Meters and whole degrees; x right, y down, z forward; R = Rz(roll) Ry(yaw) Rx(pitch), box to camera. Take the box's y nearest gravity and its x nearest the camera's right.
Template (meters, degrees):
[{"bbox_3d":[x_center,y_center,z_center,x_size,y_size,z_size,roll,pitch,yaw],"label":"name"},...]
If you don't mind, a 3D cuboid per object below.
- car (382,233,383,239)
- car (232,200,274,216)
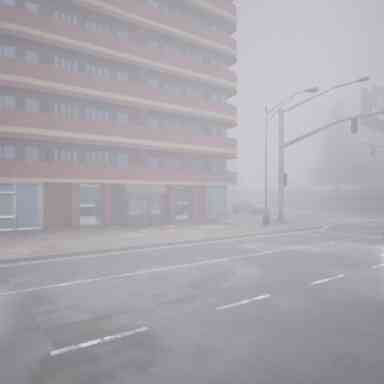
[{"bbox_3d":[10.688,1.547,15.437,5.357,1.411,2.033,0,0,-42],"label":"car"},{"bbox_3d":[5.980,1.525,33.190,1.812,1.442,4.674,0,0,-36],"label":"car"}]
